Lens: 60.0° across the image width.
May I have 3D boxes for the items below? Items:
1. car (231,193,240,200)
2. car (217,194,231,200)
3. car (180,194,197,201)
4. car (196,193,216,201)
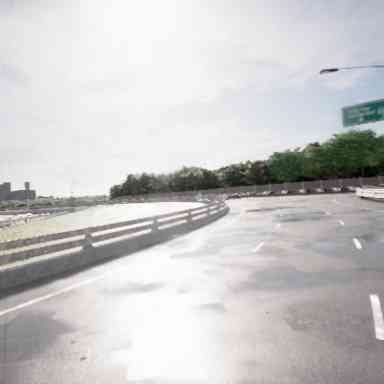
[{"bbox_3d":[10.524,1.164,85.573,1.837,1.490,4.892,-4,0,-20],"label":"car"},{"bbox_3d":[7.277,1.472,84.243,1.895,1.301,4.718,-4,0,-20],"label":"car"},{"bbox_3d":[-0.861,1.997,95.610,2.033,1.411,5.357,-4,0,-26],"label":"car"},{"bbox_3d":[3.602,1.476,84.235,2.097,1.767,4.553,-4,0,-20],"label":"car"}]
